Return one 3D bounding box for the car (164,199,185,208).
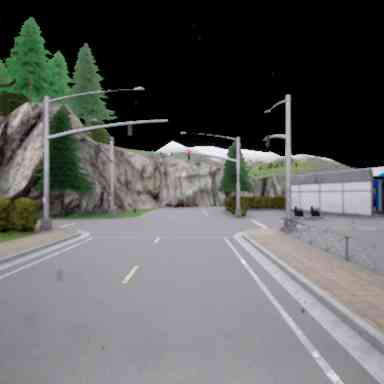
[{"bbox_3d":[-3.079,1.971,59.480,2.097,1.767,4.553,1,0,28],"label":"car"}]
